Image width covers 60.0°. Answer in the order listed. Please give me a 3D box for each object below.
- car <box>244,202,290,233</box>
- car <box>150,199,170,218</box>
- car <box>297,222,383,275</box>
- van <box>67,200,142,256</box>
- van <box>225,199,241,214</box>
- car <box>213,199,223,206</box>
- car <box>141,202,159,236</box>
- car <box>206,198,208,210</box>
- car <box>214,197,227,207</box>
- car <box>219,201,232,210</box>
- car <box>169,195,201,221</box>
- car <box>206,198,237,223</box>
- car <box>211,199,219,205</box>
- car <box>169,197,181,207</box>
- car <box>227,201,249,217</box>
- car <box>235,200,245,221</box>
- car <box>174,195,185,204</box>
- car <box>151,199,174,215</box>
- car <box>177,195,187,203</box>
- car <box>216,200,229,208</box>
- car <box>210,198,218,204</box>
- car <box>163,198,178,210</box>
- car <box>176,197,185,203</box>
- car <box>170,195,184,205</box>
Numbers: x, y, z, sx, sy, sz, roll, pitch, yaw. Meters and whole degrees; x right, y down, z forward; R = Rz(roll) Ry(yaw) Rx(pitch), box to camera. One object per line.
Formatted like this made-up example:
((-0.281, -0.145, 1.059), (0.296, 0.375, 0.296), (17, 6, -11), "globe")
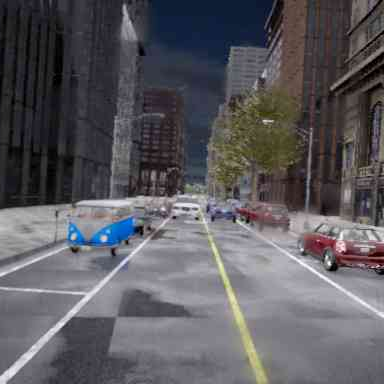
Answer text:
((5.416, 1.753, 23.431), (2.192, 1.841, 5.009), (4, 0, 0), "car")
((-3.057, 1.389, 29.152), (1.967, 1.590, 4.097), (4, 0, 0), "car")
((5.321, 1.816, 12.151), (1.967, 1.590, 4.097), (4, 0, 0), "car")
((-3.182, 1.194, 12.236), (1.690, 1.788, 3.998), (4, 0, 0), "van")
((5.590, 1.917, 45.987), (1.690, 1.788, 3.998), (4, 0, 0), "van")
((5.793, 2.331, 74.182), (1.887, 1.381, 4.507), (3, 0, 0), "car")
((-3.152, 1.448, 17.874), (1.947, 1.339, 4.313), (4, 0, 0), "car")
((2.735, 1.853, 41.687), (1.882, 1.535, 5.008), (4, 0, 1), "car")
((5.764, 2.055, 68.544), (2.192, 1.841, 5.009), (3, 0, 0), "car")
((5.661, 2.231, 57.265), (1.802, 1.307, 4.206), (3, 0, 0), "car")
((-0.455, 1.329, 29.045), (2.150, 2.045, 5.566), (3, 0, 1), "car")
((2.689, 1.656, 29.557), (2.097, 1.767, 4.553), (4, 0, 1), "car")
((5.878, 2.445, 85.460), (1.947, 1.339, 4.313), (3, 0, 0), "car")
((-2.845, 1.651, 57.175), (1.752, 1.417, 4.829), (3, 0, 0), "car")
((5.540, 1.981, 40.347), (1.967, 1.590, 4.097), (4, 0, 0), "car")
((5.460, 1.787, 29.069), (2.192, 1.841, 5.009), (4, 0, 0), "car")
((-2.702, 1.579, 74.261), (2.192, 1.841, 5.009), (3, 0, 0), "car")
((-3.020, 1.528, 34.790), (1.887, 1.381, 4.507), (4, 0, 0), "car")
((-2.616, 1.672, 85.537), (2.192, 1.841, 5.009), (3, 0, 0), "car")
((5.705, 2.260, 62.902), (1.947, 1.339, 4.313), (3, 0, 0), "car")
((5.924, 2.453, 91.270), (1.752, 1.417, 4.829), (3, 0, 0), "car")
((-2.934, 1.635, 46.068), (1.802, 1.307, 4.206), (4, 0, 0), "car")
((-2.674, 1.876, 79.898), (1.947, 1.339, 4.313), (3, 0, 0), "car")
((-2.788, 1.487, 62.983), (2.192, 1.841, 5.009), (3, 0, 0), "car")
